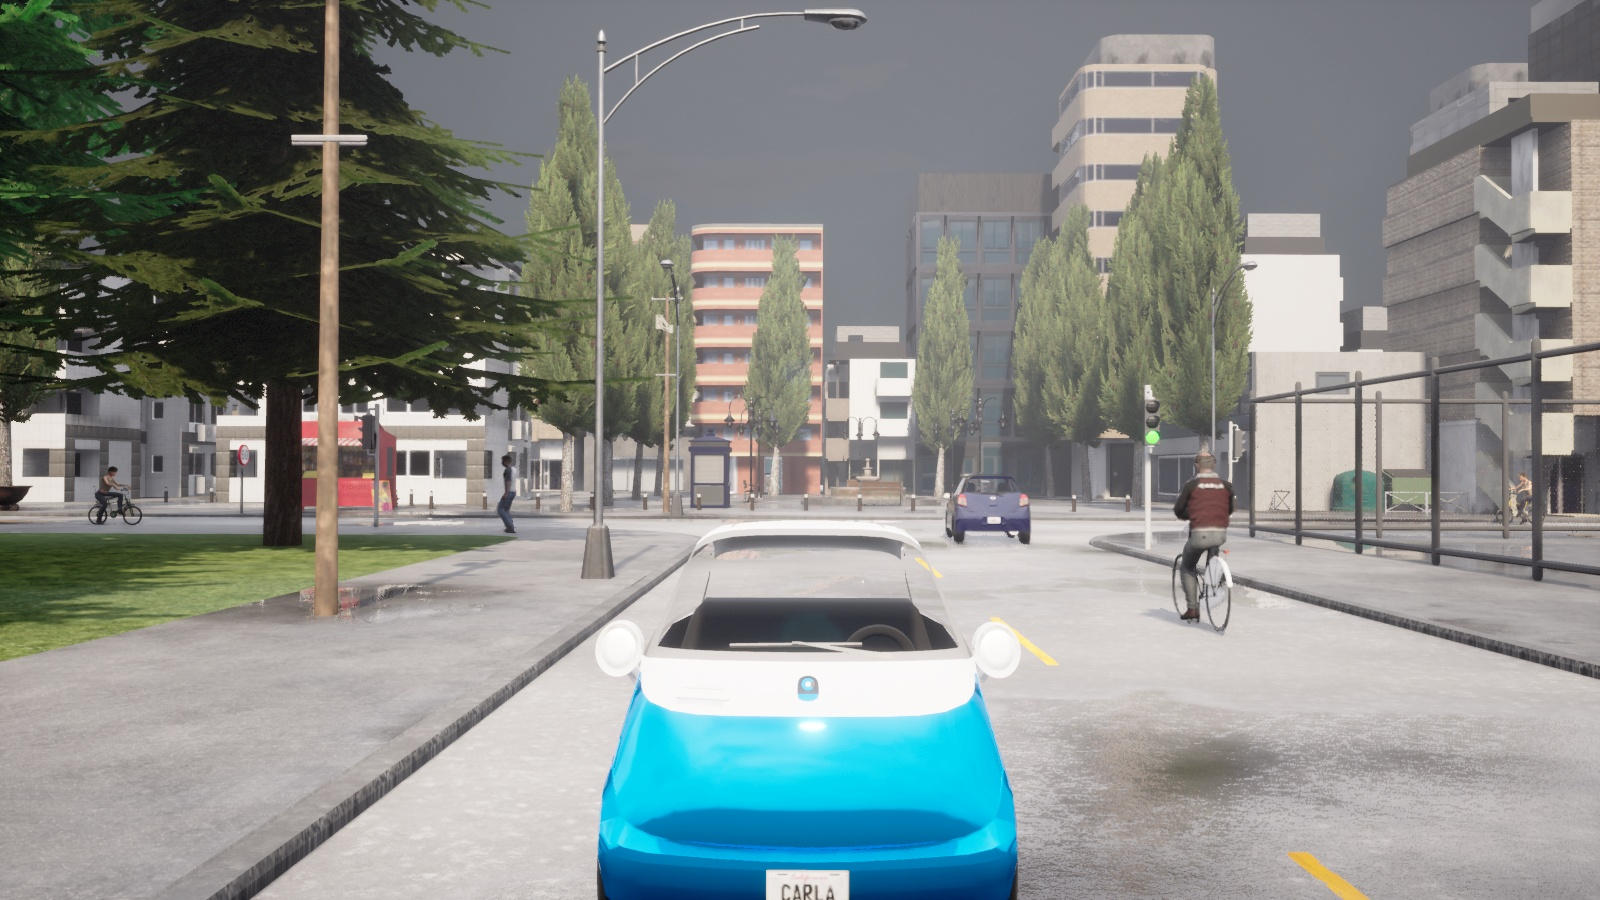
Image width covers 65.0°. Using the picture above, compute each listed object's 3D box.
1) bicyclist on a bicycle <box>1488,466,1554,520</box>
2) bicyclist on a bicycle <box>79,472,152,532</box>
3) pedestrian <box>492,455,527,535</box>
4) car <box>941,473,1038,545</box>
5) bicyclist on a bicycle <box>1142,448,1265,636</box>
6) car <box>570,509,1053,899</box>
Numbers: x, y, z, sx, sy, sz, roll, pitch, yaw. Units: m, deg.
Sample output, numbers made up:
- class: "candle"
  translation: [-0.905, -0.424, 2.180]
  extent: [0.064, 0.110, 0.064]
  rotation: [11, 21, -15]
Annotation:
- class: "bicyclist on a bicycle"
  translation: [21.948, 1.304, 38.248]
  extent: [1.509, 1.612, 0.866]
  rotation: [0, -1, 0]
- class: "bicyclist on a bicycle"
  translation: [-18.738, 1.402, 34.391]
  extent: [1.509, 1.612, 0.866]
  rotation: [0, -1, 1]
- class: "pedestrian"
  translation: [-6.679, 1.034, 28.842]
  extent: [0.706, 1.836, 0.354]
  rotation: [0, -1, 5]
- class: "car"
  translation: [4.230, 1.289, 28.520]
  extent: [1.845, 1.501, 3.633]
  rotation: [0, -1, 3]
- class: "bicyclist on a bicycle"
  translation: [4.068, 0.884, 12.808]
  extent: [0.659, 1.776, 1.843]
  rotation: [0, -1, 0]
- class: "car"
  translation: [0.037, 0.953, 4.965]
  extent: [1.481, 1.376, 2.207]
  rotation: [0, -1, 0]
